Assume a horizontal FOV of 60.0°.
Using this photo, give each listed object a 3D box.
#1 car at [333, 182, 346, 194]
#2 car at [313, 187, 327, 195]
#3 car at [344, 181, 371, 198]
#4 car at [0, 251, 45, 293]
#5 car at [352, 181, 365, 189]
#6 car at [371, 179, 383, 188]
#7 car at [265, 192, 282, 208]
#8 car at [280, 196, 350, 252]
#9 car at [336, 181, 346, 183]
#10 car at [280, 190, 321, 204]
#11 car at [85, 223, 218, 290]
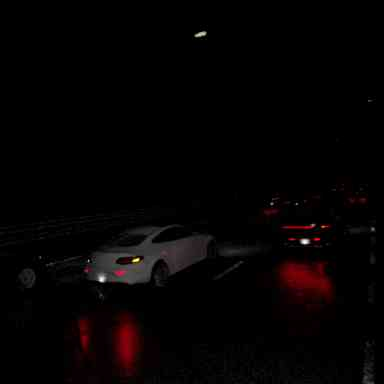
[{"bbox_3d":[24.824,-0.396,55.690,2.033,1.411,5.357,-5,0,31],"label":"car"},{"bbox_3d":[22.289,-0.136,58.249,1.895,1.301,4.718,-5,0,31],"label":"car"},{"bbox_3d":[20.902,-0.153,41.903,2.128,1.511,4.902,-5,0,29],"label":"car"},{"bbox_3d":[-5.897,1.954,7.627,1.882,1.535,5.008,-5,0,29],"label":"car"},{"bbox_3d":[38.841,-1.566,77.596,1.882,1.535,5.008,-5,0,34],"label":"car"},{"bbox_3d":[41.929,-1.816,75.934,1.882,1.535,5.008,-5,0,34],"label":"car"},{"bbox_3d":[8.985,0.814,34.776,1.837,1.490,4.892,-5,0,29],"label":"car"},{"bbox_3d":[4.540,1.151,12.141,1.837,1.490,4.892,-5,0,29],"label":"car"},{"bbox_3d":[35.803,-1.572,79.364,2.150,2.045,5.566,-5,0,34],"label":"car"},{"bbox_3d":[9.161,0.850,27.827,1.994,1.385,4.181,-5,0,29],"label":"car"},{"bbox_3d":[-0.920,1.606,9.433,1.812,1.442,4.674,-5,0,29],"label":"car"}]
